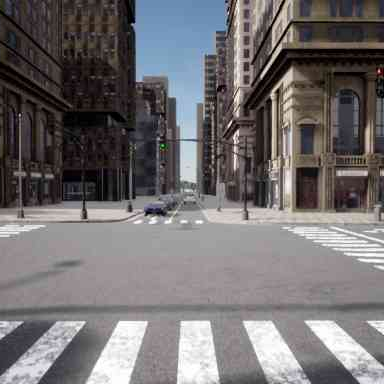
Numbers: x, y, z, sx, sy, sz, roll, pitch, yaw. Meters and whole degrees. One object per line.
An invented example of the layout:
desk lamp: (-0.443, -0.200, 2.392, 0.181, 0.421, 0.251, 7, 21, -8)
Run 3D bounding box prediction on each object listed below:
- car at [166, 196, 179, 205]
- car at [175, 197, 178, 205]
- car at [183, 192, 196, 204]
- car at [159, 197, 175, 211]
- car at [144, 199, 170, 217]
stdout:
car: (-3.562, 1.534, 60.884, 2.033, 1.411, 5.357, 0, 0, 0)
car: (-3.518, 1.514, 50.207, 1.812, 1.442, 4.674, 0, 0, -1)
car: (-0.421, 1.208, 62.379, 2.150, 2.045, 5.566, 0, 0, 0)
car: (-3.455, 1.495, 40.877, 1.837, 1.490, 4.892, 0, 0, -1)
car: (-3.375, 1.593, 31.547, 1.895, 1.301, 4.718, 0, 0, -1)
